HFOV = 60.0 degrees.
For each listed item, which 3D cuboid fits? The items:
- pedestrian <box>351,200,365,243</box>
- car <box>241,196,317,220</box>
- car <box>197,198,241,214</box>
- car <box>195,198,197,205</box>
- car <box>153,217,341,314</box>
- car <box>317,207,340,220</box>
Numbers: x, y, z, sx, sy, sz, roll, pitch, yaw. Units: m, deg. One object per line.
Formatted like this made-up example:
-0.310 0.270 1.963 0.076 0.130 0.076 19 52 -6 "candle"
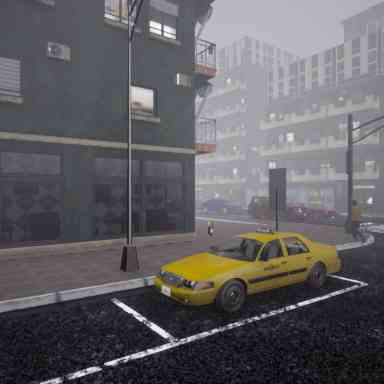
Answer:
6.829 1.143 13.844 0.375 1.860 0.375 0 0 -35 "pedestrian"
6.477 1.264 25.404 2.192 1.841 5.009 0 0 -36 "car"
3.066 1.397 34.528 1.882 1.535 5.008 0 0 -36 "car"
-0.024 1.465 48.674 1.802 1.307 4.206 0 0 -36 "car"
1.475 1.525 7.612 4.829 1.417 1.752 0 0 -35 "car"
9.071 1.552 26.256 1.895 1.301 4.718 0 0 -37 "car"
